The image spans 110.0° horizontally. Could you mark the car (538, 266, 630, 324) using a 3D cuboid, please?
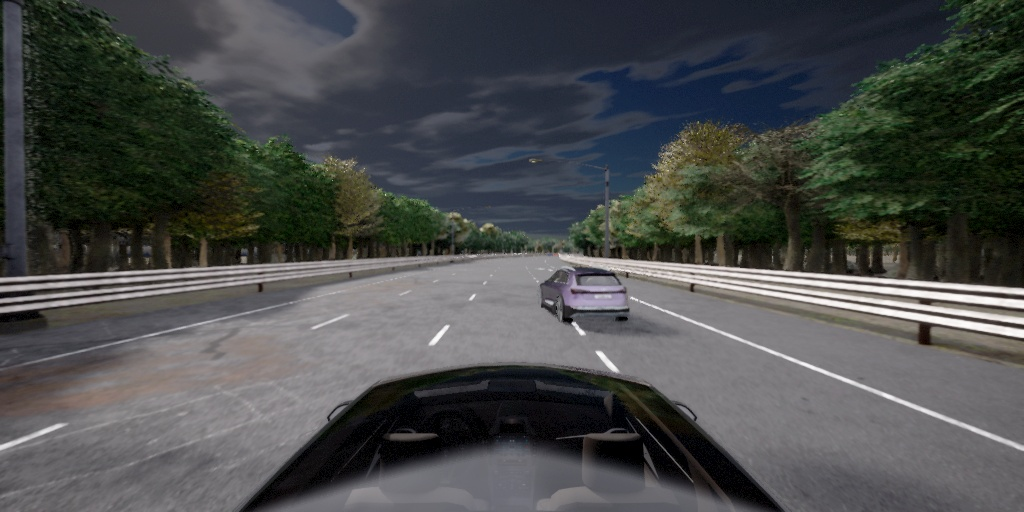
[{"bbox_3d":[2.138,1.130,11.642,2.033,1.649,4.856,0,0,-6],"label":"car"}]
